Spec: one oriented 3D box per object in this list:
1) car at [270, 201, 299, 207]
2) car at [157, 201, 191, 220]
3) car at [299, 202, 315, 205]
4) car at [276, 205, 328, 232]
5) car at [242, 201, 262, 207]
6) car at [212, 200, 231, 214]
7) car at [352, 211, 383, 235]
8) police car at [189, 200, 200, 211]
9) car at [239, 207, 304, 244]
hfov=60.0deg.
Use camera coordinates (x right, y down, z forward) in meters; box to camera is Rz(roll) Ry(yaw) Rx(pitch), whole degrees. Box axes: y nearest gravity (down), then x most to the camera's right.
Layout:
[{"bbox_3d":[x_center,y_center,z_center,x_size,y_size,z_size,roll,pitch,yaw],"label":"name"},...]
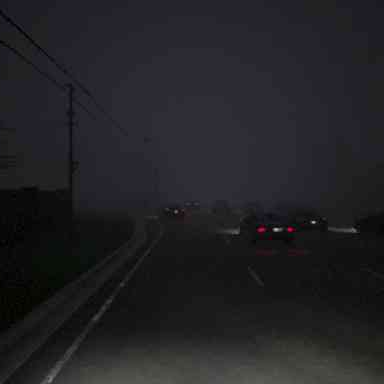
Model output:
[{"bbox_3d":[10.597,1.832,39.372,1.882,1.535,5.008,0,0,0],"label":"car"},{"bbox_3d":[-2.022,1.783,31.435,2.163,1.488,4.792,0,0,-15],"label":"car"},{"bbox_3d":[14.097,1.919,41.193,2.033,1.411,5.357,0,0,0],"label":"car"},{"bbox_3d":[7.099,1.758,21.430,1.994,1.385,4.181,0,0,0],"label":"car"},{"bbox_3d":[7.097,1.864,39.801,1.837,1.490,4.892,0,0,0],"label":"car"},{"bbox_3d":[3.597,1.724,41.649,2.097,1.767,4.553,0,-1,0],"label":"car"},{"bbox_3d":[10.598,1.708,17.629,2.033,1.411,5.357,0,0,0],"label":"car"},{"bbox_3d":[0.096,1.934,48.085,2.038,1.542,4.974,0,-1,0],"label":"police car"},{"bbox_3d":[3.599,1.698,16.765,2.033,1.411,5.357,0,0,0],"label":"car"}]
